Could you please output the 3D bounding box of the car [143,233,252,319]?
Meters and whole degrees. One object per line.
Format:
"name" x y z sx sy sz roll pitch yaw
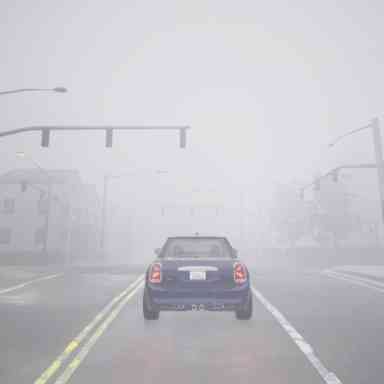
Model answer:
"car" 0.108 1.807 8.260 2.097 1.767 4.553 0 -7 0
